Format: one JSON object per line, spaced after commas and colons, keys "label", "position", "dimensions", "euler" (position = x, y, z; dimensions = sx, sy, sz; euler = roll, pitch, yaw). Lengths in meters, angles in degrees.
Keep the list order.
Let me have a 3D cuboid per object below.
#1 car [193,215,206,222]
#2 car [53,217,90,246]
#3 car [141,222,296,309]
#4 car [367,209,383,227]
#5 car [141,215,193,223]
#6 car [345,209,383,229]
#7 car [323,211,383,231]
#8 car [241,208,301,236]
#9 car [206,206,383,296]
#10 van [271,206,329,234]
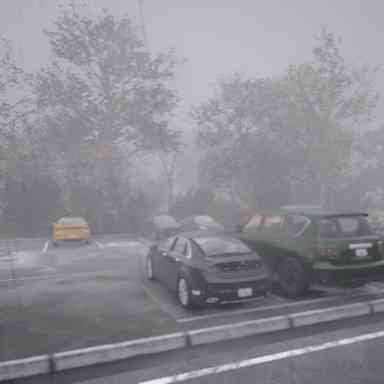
{"label": "car", "position": [0.578, 2.295, 22.936], "dimensions": [2.002, 1.452, 4.674], "euler": [0, -2, -21]}
{"label": "car", "position": [-7.198, 2.243, 19.878], "dimensions": [2.097, 1.535, 5.008], "euler": [0, -2, -21]}
{"label": "car", "position": [0.151, 1.772, 8.719], "dimensions": [2.231, 1.521, 4.892], "euler": [0, -2, -21]}
{"label": "car", "position": [18.718, 2.369, 30.070], "dimensions": [2.097, 1.535, 5.008], "euler": [0, -2, -22]}
{"label": "car", "position": [-2.018, 2.247, 21.922], "dimensions": [2.097, 1.535, 5.008], "euler": [0, -2, -21]}
{"label": "car", "position": [16.191, 2.341, 28.880], "dimensions": [1.946, 1.575, 5.366], "euler": [0, -2, -22]}
{"label": "car", "position": [13.534, 2.372, 28.028], "dimensions": [2.002, 1.452, 4.674], "euler": [0, -2, -21]}
{"label": "car", "position": [5.771, 2.152, 24.948], "dimensions": [2.185, 1.767, 4.553], "euler": [0, -2, -21]}
{"label": "car", "position": [2.743, 1.525, 9.783], "dimensions": [2.435, 2.045, 5.566], "euler": [0, -2, -21]}
{"label": "van", "position": [8.304, 2.073, 26.106], "dimensions": [1.878, 1.987, 4.442], "euler": [0, -2, -21]}
